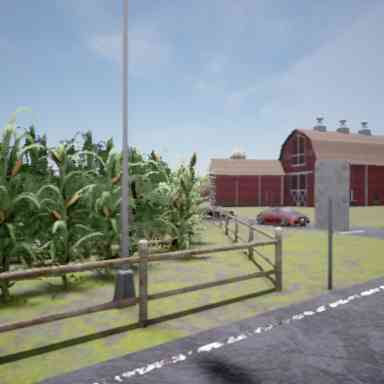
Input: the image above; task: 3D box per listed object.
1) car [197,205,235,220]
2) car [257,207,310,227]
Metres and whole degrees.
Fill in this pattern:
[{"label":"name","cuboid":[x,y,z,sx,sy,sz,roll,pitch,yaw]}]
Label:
[{"label":"car","cuboid":[2.392,2.025,33.332,1.895,1.301,4.718,1,-1,-27]},{"label":"car","cuboid":[6.866,1.834,25.317,1.994,1.385,4.181,1,-1,-29]}]
